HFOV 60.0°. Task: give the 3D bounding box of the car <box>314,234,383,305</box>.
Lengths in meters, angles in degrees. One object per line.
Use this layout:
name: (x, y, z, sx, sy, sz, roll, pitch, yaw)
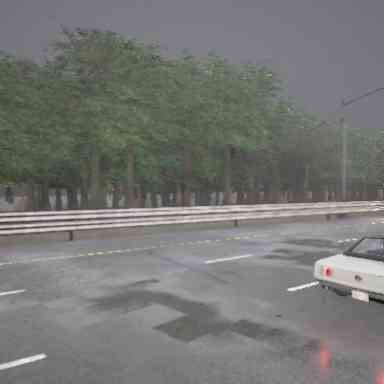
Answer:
car: (4.871, 1.603, 7.346, 4.718, 1.301, 1.895, 0, 0, -36)
